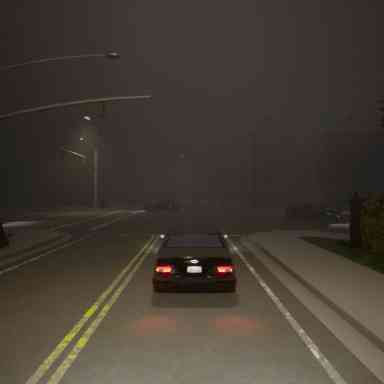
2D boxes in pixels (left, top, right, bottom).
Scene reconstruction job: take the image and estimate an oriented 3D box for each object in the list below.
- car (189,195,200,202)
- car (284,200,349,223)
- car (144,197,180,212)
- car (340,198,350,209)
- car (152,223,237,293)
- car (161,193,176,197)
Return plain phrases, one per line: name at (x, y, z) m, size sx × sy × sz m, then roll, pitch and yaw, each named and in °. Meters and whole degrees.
car at (0.552, 1.527, 78.989) m, size 2.033 × 1.411 × 5.357 m, roll 0°, pitch 0°, yaw 12°
car at (9.239, 1.522, 25.686) m, size 1.812 × 1.442 × 4.674 m, roll -1°, pitch 0°, yaw -31°
car at (-3.475, 1.588, 38.632) m, size 4.181 × 1.385 × 1.994 m, roll 0°, pitch 0°, yaw -1°
car at (17.912, 1.489, 38.857) m, size 4.674 × 1.442 × 1.812 m, roll 0°, pitch 0°, yaw -1°
car at (0.053, 1.547, 8.959) m, size 2.033 × 1.411 × 5.357 m, roll 0°, pitch 0°, yaw 0°
car at (-3.721, 1.221, 53.992) m, size 2.150 × 2.045 × 5.566 m, roll 0°, pitch 0°, yaw 0°
